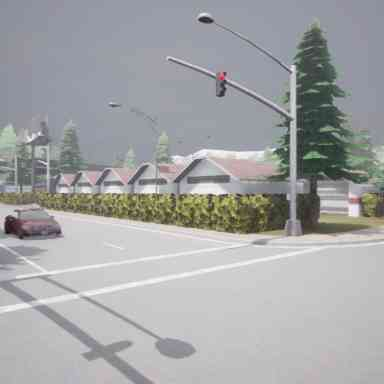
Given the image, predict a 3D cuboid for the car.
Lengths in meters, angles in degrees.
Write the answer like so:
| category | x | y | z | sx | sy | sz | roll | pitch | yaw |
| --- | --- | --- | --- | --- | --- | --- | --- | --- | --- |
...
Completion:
| category | x | y | z | sx | sy | sz | roll | pitch | yaw |
| --- | --- | --- | --- | --- | --- | --- | --- | --- | --- |
| car | -8.251 | 1.575 | 17.066 | 1.812 | 1.442 | 4.674 | 0 | 1 | -40 |
